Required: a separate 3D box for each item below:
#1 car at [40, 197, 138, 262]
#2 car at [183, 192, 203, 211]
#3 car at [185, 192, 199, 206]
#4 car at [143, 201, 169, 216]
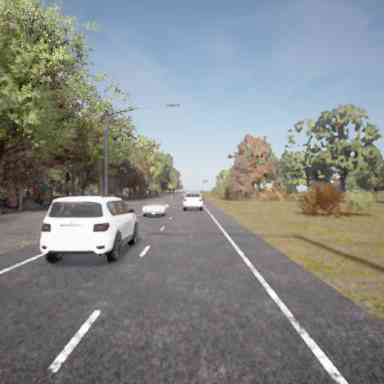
[{"bbox_3d":[-3.400,1.170,12.048,2.150,2.045,5.566,0,0,0],"label":"car"},{"bbox_3d":[0.107,1.056,38.690,2.150,2.045,5.566,0,0,0],"label":"car"},{"bbox_3d":[0.010,1.007,51.506,2.150,2.045,5.566,0,0,0],"label":"car"},{"bbox_3d":[-3.188,1.473,30.301,1.895,1.301,4.718,0,0,2],"label":"car"}]
